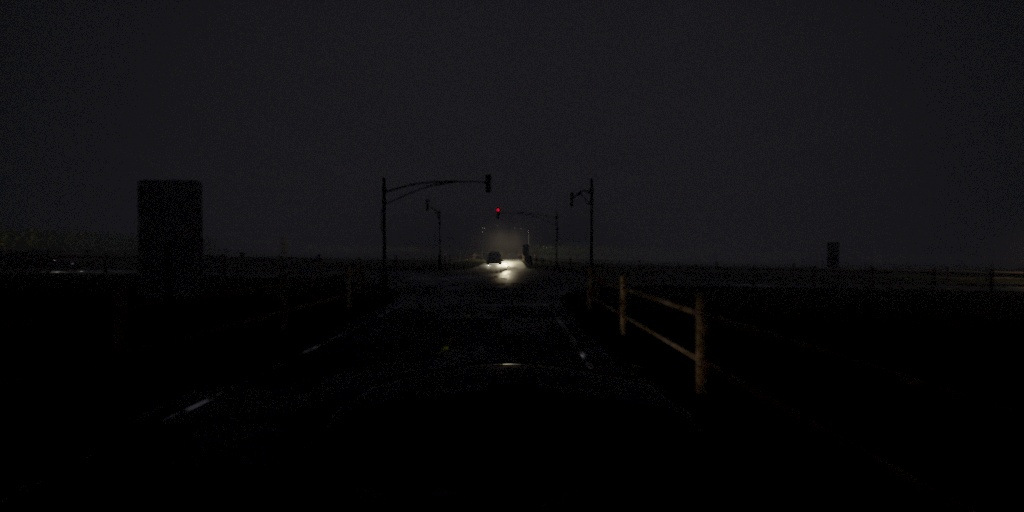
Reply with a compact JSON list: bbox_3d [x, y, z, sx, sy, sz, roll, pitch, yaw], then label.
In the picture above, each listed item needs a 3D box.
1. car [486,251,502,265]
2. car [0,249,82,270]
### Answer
[{"bbox_3d":[-2.713,0.329,54.879,2.150,2.045,5.566,0,3,0],"label":"car"},{"bbox_3d":[-35.136,0.270,26.675,4.902,1.511,2.128,1,1,0],"label":"car"}]
